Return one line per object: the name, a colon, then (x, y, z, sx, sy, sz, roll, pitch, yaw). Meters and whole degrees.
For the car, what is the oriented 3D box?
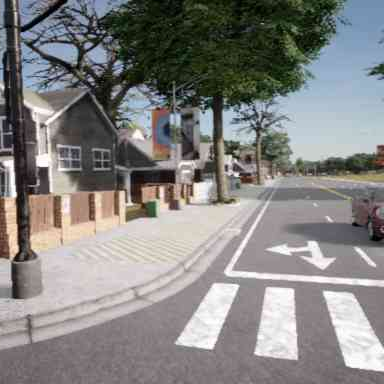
car: (6.948, 0.547, 11.476, 2.097, 1.767, 4.553, 0, 3, 16)
